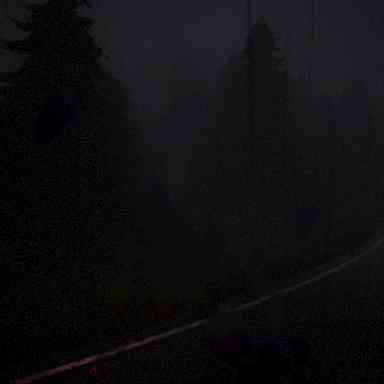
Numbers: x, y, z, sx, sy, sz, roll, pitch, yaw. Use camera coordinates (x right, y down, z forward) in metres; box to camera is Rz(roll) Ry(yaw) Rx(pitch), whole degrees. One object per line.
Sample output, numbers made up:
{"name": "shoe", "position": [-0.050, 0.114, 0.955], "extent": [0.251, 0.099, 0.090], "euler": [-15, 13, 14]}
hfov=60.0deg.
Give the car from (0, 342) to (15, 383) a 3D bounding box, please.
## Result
{"name": "car", "position": [-3.287, 1.376, 1.477], "extent": [4.553, 1.767, 2.097], "euler": [0, 0, -36]}
